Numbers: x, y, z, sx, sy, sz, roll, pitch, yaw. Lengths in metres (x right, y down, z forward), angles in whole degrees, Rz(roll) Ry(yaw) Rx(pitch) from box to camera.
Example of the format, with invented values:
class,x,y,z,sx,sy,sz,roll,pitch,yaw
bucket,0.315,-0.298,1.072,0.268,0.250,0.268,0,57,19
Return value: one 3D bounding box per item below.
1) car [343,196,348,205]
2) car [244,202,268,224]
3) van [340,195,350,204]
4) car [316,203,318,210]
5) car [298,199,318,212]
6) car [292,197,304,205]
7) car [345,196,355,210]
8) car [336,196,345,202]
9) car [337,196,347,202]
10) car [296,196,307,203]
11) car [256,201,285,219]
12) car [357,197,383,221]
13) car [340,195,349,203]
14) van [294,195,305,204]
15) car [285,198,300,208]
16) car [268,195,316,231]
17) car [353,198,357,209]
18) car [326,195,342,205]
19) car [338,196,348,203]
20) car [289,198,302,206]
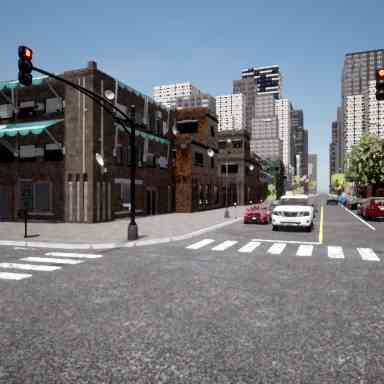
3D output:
class,x,y,z,sx,sy,sz,roll,pitch,yaw
car,23.077,1.594,47.422,2.008,1.369,4.403,0,0,22
car,5.071,1.557,24.827,1.887,1.381,4.507,0,0,22
van,31.181,1.424,67.984,1.690,1.788,3.998,0,0,22
car,10.199,1.583,30.447,1.994,1.385,4.181,0,0,22
car,14.050,1.577,40.035,2.033,1.411,5.357,0,0,22
car,19.270,1.587,60.616,1.752,1.417,4.829,0,0,22
car,21.052,1.601,42.281,1.947,1.339,4.313,0,0,22
car,37.258,1.687,83.406,1.947,1.339,4.313,0,0,22
car,35.232,1.690,78.264,1.802,1.307,4.206,0,0,22
car,23.384,1.635,71.056,2.008,1.369,4.403,0,0,22
car,7.177,1.583,29.931,1.947,1.339,4.313,0,0,22
car,14.975,1.332,26.859,2.192,1.841,5.009,0,0,22
car,27.129,1.643,57.702,1.802,1.307,4.206,0,0,22
van,21.358,1.413,65.915,1.690,1.788,3.998,0,0,22
car,15.281,1.625,50.494,1.802,1.307,4.206,0,0,22
car,6.496,1.232,21.102,2.150,2.045,5.566,0,0,22
car,17.000,1.588,32.000,1.947,1.339,4.313,0,0,22
car,25.305,1.556,60.133,2.128,1.511,4.902,0,0,21
car,33.268,1.621,73.282,1.752,1.417,4.829,0,0,22
car,17.307,1.634,55.634,1.802,1.307,4.206,0,0,22
